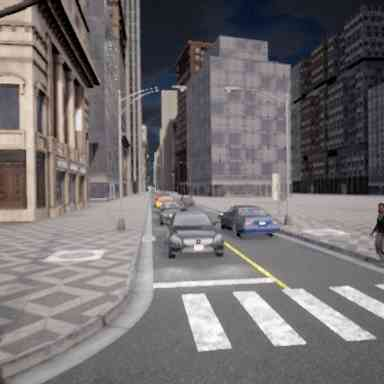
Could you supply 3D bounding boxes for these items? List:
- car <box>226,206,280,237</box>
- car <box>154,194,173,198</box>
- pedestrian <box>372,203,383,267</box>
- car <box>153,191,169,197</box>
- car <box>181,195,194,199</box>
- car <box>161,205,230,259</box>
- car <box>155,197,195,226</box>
[{"bbox_3d":[2.695,1.401,16.996,2.033,1.411,5.357,-1,0,-8],"label":"car"},{"bbox_3d":[-2.560,1.276,32.837,1.882,1.535,5.008,-1,0,-7],"label":"car"},{"bbox_3d":[5.285,1.137,9.096,0.375,1.860,0.375,-1,0,-7],"label":"pedestrian"},{"bbox_3d":[-3.782,0.953,43.156,2.150,2.045,5.566,-1,0,-7],"label":"car"},{"bbox_3d":[-0.776,1.178,44.121,2.128,1.511,4.902,-1,1,-7],"label":"car"},{"bbox_3d":[-0.066,1.449,12.581,1.812,1.442,4.674,-1,0,-7],"label":"car"},{"bbox_3d":[-1.312,1.353,22.593,2.128,1.511,4.902,-1,0,-7],"label":"car"}]
